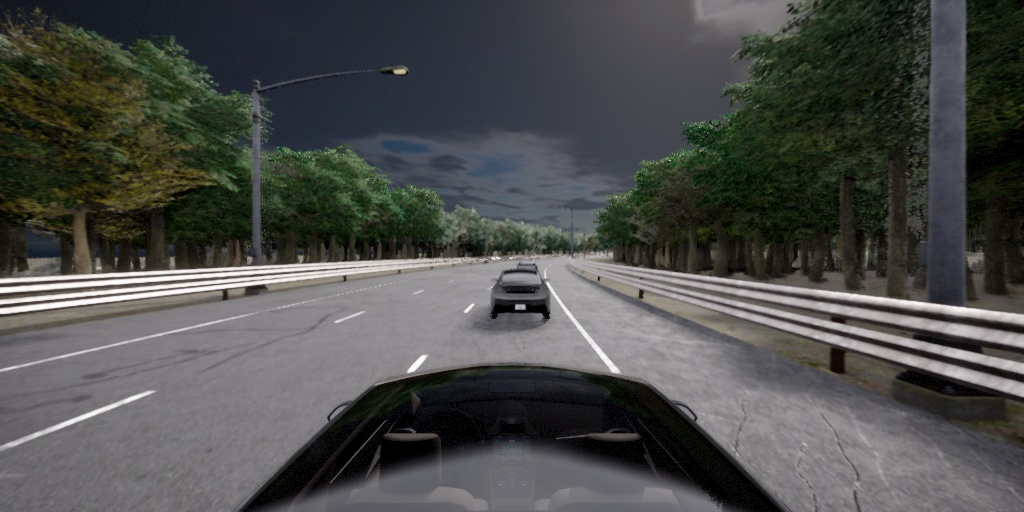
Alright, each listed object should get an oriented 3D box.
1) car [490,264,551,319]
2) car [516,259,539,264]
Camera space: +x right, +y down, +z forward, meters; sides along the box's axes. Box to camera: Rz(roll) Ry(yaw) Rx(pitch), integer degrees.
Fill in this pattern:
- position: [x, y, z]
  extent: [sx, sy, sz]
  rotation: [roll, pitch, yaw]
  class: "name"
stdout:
- position: [0.305, 1.184, 12.549]
  extent: [1.837, 1.490, 4.892]
  rotation: [0, 0, 2]
  class: "car"
- position: [1.401, 1.054, 32.631]
  extent: [2.128, 1.511, 4.902]
  rotation: [0, 0, 5]
  class: "car"
